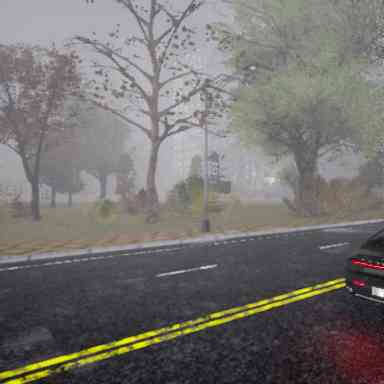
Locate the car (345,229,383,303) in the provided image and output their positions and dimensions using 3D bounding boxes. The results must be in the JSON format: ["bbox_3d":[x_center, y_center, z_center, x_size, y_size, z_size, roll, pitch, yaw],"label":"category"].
[{"bbox_3d":[5.194,1.485,7.179,4.892,1.490,1.837,0,0,-37],"label":"car"}]
